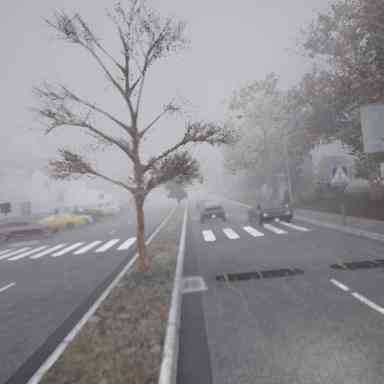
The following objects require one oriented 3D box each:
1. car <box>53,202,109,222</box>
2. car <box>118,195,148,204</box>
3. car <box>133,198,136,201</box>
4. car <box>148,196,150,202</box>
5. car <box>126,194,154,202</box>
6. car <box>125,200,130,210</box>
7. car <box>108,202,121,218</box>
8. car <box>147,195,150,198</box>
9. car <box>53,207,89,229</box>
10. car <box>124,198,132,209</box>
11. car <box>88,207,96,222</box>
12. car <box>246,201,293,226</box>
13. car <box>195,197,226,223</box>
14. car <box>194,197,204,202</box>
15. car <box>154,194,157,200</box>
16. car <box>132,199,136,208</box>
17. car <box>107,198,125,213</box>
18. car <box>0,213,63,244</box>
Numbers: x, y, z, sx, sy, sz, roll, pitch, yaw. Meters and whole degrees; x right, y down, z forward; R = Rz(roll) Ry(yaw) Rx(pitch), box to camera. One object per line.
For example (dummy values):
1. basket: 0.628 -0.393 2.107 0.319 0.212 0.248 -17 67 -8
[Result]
1. car: -12.462 2.489 36.433 5.566 2.045 2.435 -6 0 -21
2. car: -12.851 2.133 69.452 5.566 2.045 2.435 -7 1 -21
3. car: -12.732 2.516 60.438 5.008 1.535 2.097 -7 1 -21
4. car: -12.711 2.320 72.509 5.366 1.575 1.946 -7 1 -21
5. car: -13.041 1.987 81.420 5.566 2.045 2.435 -7 1 -21
6. car: -12.630 2.677 51.439 4.674 1.452 2.002 -6 0 -21
7. car: -12.357 2.690 42.490 5.366 1.575 1.946 -6 0 -21
8. car: -13.091 2.322 75.371 5.366 1.575 1.946 -7 1 -21
9. car: -12.566 2.764 30.340 5.366 1.575 1.946 -6 0 -21
10. car: -12.710 2.477 54.425 4.553 1.767 2.185 -7 1 -21
11. car: -12.428 2.785 33.415 4.674 1.452 2.002 -6 0 -21
12. car: 4.591 1.239 20.406 1.895 1.301 4.718 -5 0 -1
13. car: 1.480 1.442 25.697 1.837 1.490 4.892 -5 0 0
14. car: 1.305 1.401 41.240 2.128 1.511 4.902 -5 0 0
15. car: -13.136 2.126 93.444 4.892 1.521 2.231 -6 0 -21
16. car: -12.701 2.599 57.438 4.674 1.452 2.002 -7 1 -21
17. car: -12.614 2.444 45.413 5.566 2.045 2.435 -6 1 -21
18. car: -12.303 2.771 24.419 4.792 1.488 2.163 -6 0 -21
